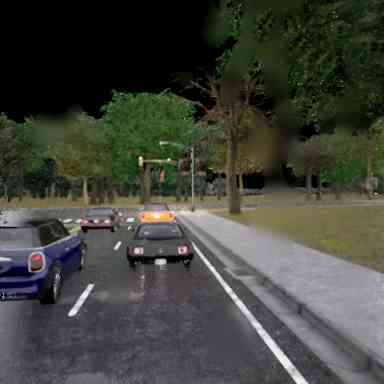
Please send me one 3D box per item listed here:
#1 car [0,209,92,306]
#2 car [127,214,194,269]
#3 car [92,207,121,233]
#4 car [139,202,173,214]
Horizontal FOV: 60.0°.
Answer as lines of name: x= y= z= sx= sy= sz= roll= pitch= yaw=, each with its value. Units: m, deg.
car: x=-3.987 y=1.399 z=8.194 sx=2.097 sy=1.767 sz=4.553 roll=0 pitch=0 yaw=-8
car: x=-1.121 y=1.651 z=11.383 sx=1.895 sy=1.301 sz=4.718 roll=0 pitch=0 yaw=-7
car: x=-5.455 y=1.641 z=20.390 sx=2.033 sy=1.411 sz=5.357 roll=0 pitch=0 yaw=-7
car: x=-2.273 y=1.437 z=21.144 sx=2.097 sy=1.767 sz=4.553 roll=0 pitch=0 yaw=-7
